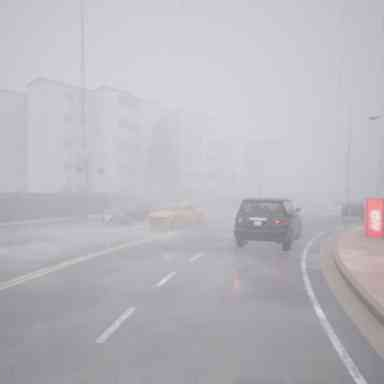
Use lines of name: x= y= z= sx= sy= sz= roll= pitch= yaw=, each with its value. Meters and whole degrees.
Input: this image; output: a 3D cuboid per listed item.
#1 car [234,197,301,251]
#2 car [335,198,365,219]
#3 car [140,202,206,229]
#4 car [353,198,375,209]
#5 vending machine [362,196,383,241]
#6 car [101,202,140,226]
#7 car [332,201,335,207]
car: x=3.492 y=1.254 z=14.757 sx=2.150 sy=2.045 sz=5.566 roll=0 pitch=0 yaw=23
car: x=15.260 y=1.634 z=30.406 sx=2.128 sy=1.511 sz=4.902 roll=1 pitch=0 yaw=43
car: x=-0.903 y=1.469 z=21.687 sx=1.882 sy=1.535 sz=5.008 roll=0 pitch=0 yaw=31
car: x=27.922 y=1.822 z=53.907 sx=1.837 sy=1.490 sz=4.892 roll=1 pitch=0 yaw=44
vending machine: x=8.965 y=1.279 z=16.282 sx=1.100 sy=2.100 sz=0.880 roll=1 pitch=0 yaw=30
car: x=-4.120 y=1.453 z=22.995 sx=2.128 sy=1.511 sz=4.902 roll=0 pitch=0 yaw=30
car: x=25.398 y=1.831 z=56.333 sx=1.994 sy=1.385 sz=4.181 roll=1 pitch=0 yaw=44
